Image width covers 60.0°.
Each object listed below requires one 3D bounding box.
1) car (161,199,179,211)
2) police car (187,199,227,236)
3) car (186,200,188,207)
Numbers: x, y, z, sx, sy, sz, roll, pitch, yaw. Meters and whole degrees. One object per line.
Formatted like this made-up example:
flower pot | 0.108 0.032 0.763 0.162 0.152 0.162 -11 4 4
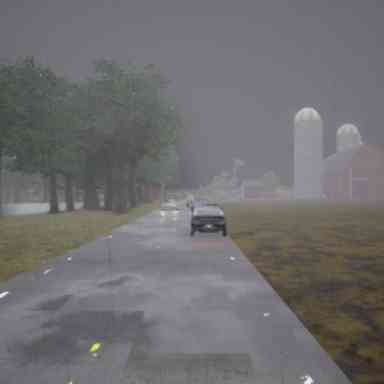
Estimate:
car | -2.835 1.633 42.397 1.812 1.442 4.674 0 -1 0
police car | 0.826 1.448 18.578 1.930 1.638 5.238 0 0 0
car | 0.003 1.785 54.842 1.895 1.301 4.718 0 0 0
